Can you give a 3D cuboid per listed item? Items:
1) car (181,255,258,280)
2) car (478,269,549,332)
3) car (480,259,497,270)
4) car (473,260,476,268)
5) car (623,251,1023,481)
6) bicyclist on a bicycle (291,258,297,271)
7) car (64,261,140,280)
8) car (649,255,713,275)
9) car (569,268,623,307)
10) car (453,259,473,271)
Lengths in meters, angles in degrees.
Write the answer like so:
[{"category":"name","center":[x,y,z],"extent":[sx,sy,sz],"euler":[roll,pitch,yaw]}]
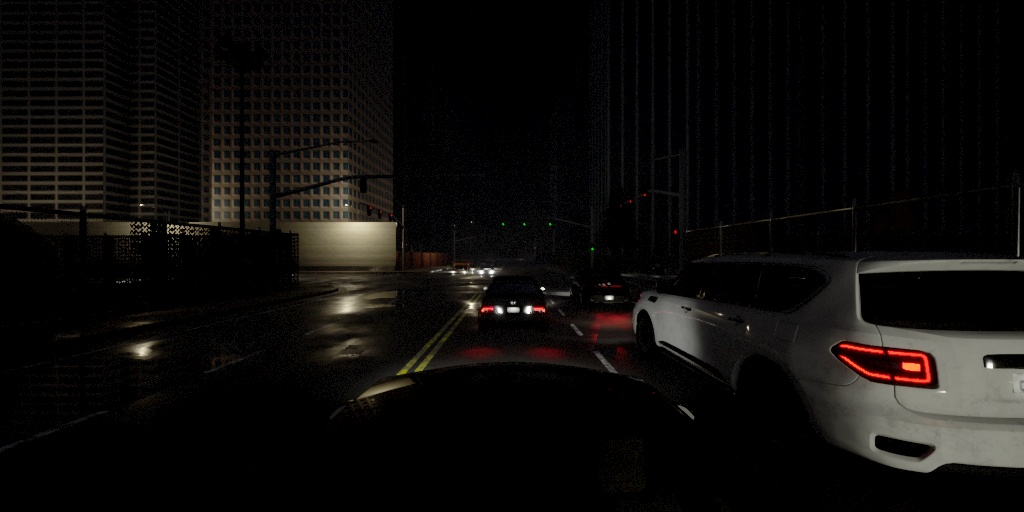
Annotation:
[{"category":"car","center":[-24.088,0.916,29.759],"extent":[5.566,2.045,2.150],"euler":[0,0,0]},{"category":"car","center":[0.056,1.298,10.880],"extent":[2.033,1.411,5.357],"euler":[0,0,1]},{"category":"car","center":[-3.605,1.351,52.964],"extent":[1.895,1.301,4.718],"euler":[0,0,0]},{"category":"car","center":[-7.091,1.276,59.763],"extent":[1.812,1.442,4.674],"euler":[0,0,0]},{"category":"car","center":[3.601,0.972,5.160],"extent":[2.150,2.045,5.566],"euler":[0,0,0]},{"category":"bicyclist on a bicycle","center":[-25.582,0.995,41.744],"extent":[0.582,1.620,1.656],"euler":[0,0,0]},{"category":"car","center":[-33.897,1.199,29.782],"extent":[4.892,1.490,1.837],"euler":[0,0,0]},{"category":"car","center":[17.304,0.917,36.878],"extent":[5.566,2.045,2.150],"euler":[0,0,0]},{"category":"car","center":[3.671,1.256,15.449],"extent":[1.837,1.490,4.892],"euler":[0,0,3]},{"category":"car","center":[-7.107,1.228,50.423],"extent":[1.882,1.535,5.008],"euler":[0,0,0]}]
